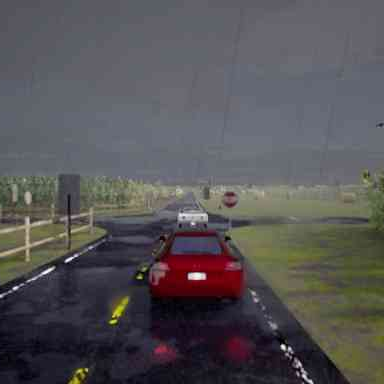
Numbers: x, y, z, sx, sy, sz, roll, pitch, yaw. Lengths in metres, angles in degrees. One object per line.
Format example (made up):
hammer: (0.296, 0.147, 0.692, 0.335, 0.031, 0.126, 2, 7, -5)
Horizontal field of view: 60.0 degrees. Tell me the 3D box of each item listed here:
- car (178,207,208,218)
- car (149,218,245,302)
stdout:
car: (0.054, 1.684, 23.061, 1.895, 1.301, 4.718, 0, -1, 0)
car: (0.085, 1.590, 8.364, 1.994, 1.385, 4.181, 0, 0, 0)
